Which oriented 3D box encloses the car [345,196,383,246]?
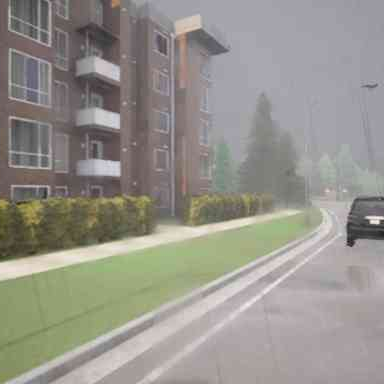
[{"bbox_3d":[8.124,1.184,14.501,2.150,2.045,5.566,0,0,32],"label":"car"}]
